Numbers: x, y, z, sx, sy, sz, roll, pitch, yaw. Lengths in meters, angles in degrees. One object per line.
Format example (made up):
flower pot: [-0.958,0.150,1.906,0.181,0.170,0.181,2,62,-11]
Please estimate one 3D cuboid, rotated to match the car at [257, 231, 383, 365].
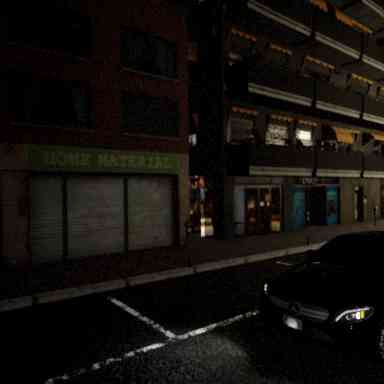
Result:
car: [3.194,1.472,5.886,4.674,1.442,1.812,-1,0,-37]
